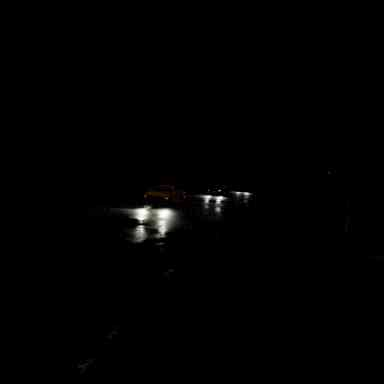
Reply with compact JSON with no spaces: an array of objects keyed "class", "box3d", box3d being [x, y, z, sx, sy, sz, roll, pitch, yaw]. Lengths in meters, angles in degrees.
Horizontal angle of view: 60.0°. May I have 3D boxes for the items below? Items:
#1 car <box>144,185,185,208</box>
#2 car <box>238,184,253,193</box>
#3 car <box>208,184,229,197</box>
[{"class":"car","box3d":[-1.955,0.210,24.885,1.882,1.535,5.008,6,3,14]},{"class":"car","box3d":[9.698,-0.719,59.314,1.812,1.442,4.674,5,3,23]},{"class":"car","box3d":[3.441,-0.282,42.858,1.837,1.490,4.892,5,3,19]}]
